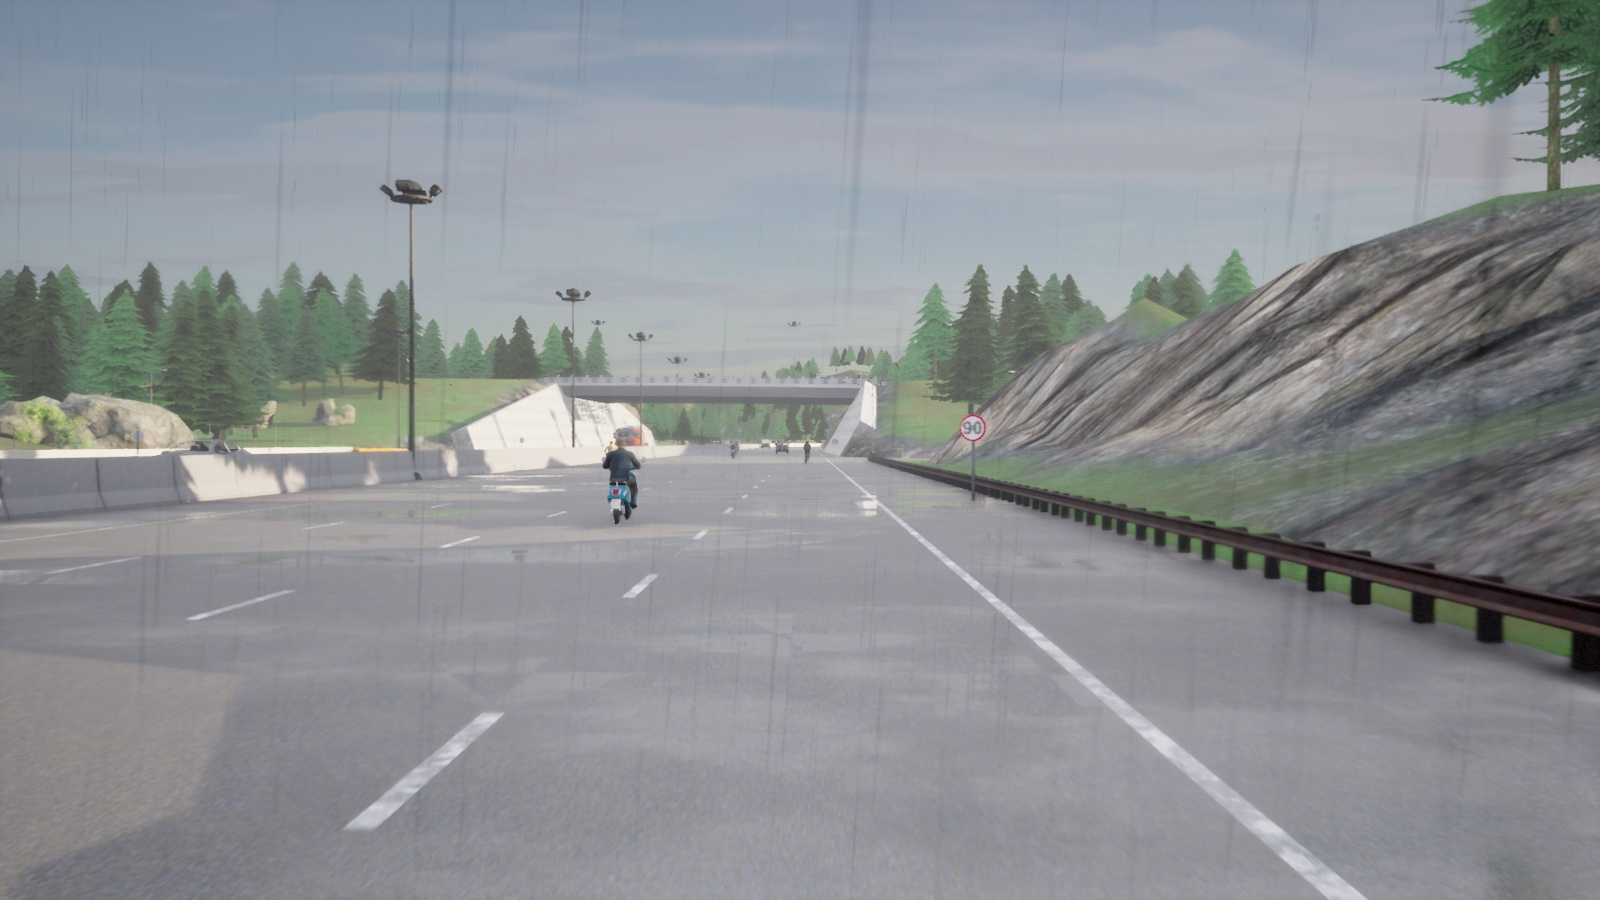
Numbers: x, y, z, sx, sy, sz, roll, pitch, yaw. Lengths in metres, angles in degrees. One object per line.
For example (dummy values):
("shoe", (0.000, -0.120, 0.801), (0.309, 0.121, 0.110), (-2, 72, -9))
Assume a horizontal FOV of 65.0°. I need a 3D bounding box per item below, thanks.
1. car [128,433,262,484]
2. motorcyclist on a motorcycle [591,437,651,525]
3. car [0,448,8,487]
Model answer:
("car", (-20.738, 0.264, 43.318), (2.152, 1.651, 5.027), (0, 0, 0))
("motorcyclist on a motorcycle", (-3.350, 0.564, 23.666), (0.866, 1.590, 1.817), (0, 0, 0))
("car", (-27.757, 0.598, 40.145), (1.895, 1.301, 4.718), (0, 0, 0))
